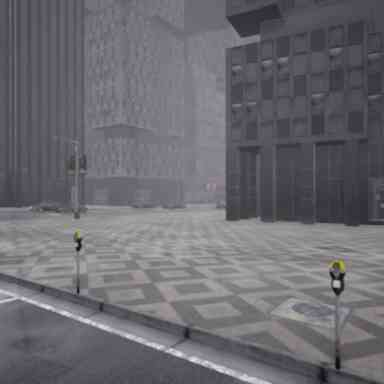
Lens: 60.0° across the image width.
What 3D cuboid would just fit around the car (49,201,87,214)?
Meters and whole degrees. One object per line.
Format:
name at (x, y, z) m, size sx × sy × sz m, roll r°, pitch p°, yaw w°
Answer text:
car at (-15.808, 2.083, 43.217) m, size 1.994 × 1.385 × 4.181 m, roll 0°, pitch -1°, yaw 36°

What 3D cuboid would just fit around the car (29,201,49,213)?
car at (-19.108, 1.995, 44.185) m, size 2.128 × 1.511 × 4.902 m, roll 0°, pitch -1°, yaw 36°

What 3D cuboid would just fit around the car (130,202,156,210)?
car at (-8.629, 2.447, 58.752) m, size 1.895 × 1.301 × 4.718 m, roll 0°, pitch -1°, yaw 36°

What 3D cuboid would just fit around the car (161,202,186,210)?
car at (-3.249, 2.476, 60.608) m, size 2.033 × 1.411 × 5.357 m, roll 0°, pitch -1°, yaw 36°

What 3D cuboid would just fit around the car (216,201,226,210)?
car at (6.357, 2.406, 62.665) m, size 2.097 × 1.767 × 4.553 m, roll 0°, pitch -1°, yaw 36°
